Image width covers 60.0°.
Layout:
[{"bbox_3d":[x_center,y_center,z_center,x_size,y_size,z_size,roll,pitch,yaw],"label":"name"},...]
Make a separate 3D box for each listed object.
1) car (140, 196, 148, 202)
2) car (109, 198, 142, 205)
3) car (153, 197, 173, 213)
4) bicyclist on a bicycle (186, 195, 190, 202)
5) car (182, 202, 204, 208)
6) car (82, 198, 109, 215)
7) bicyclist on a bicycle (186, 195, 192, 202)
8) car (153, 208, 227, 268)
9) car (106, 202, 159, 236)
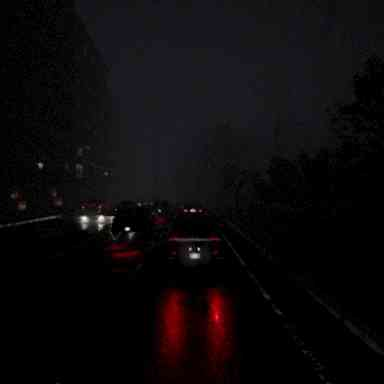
[{"bbox_3d":[-11.118,1.590,76.032,2.033,1.411,5.357,0,0,-3],"label":"car"},{"bbox_3d":[-6.606,1.594,33.600,1.837,1.490,4.892,0,0,0],"label":"car"},{"bbox_3d":[-3.159,1.598,34.980,1.837,1.490,4.892,0,0,0],"label":"car"},{"bbox_3d":[-1.038,1.655,84.532,0.866,1.612,1.509,0,0,-4],"label":"bicyclist on a bicycle"},{"bbox_3d":[0.105,1.627,30.081,2.033,1.411,5.357,0,0,0],"label":"car"},{"bbox_3d":[-9.860,1.444,34.609,2.097,1.767,4.553,0,0,0],"label":"car"},{"bbox_3d":[-0.416,1.566,75.476,0.659,1.776,1.843,0,0,-4],"label":"bicyclist on a bicycle"},{"bbox_3d":[0.087,1.521,11.426,2.128,1.511,4.902,0,0,0],"label":"car"},{"bbox_3d":[-3.148,1.553,18.670,1.837,1.490,4.892,0,0,0],"label":"car"}]
